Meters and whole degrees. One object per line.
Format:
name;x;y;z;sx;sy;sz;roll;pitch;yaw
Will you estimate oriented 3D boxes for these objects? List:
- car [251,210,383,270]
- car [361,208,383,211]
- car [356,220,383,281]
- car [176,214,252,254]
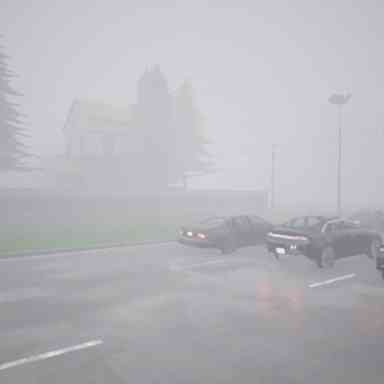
car;4.630;1.557;11.371;4.902;1.511;2.128;0;0;-35
car;11.176;1.694;20.345;4.181;1.385;1.994;1;0;-35
car;6.584;1.556;8.466;4.902;1.511;2.128;0;0;-35
car;1.961;1.607;13.749;5.357;1.411;2.033;0;0;-36
